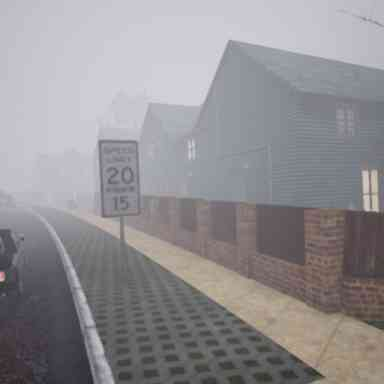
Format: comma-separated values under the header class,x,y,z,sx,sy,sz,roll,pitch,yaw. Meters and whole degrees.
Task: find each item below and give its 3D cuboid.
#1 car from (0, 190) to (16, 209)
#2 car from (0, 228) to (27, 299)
class,x,y,z,sx,sy,sz,roll,pitch,yaw
car,-19.967,0.934,35.174,2.097,1.767,4.553,-2,2,-32
car,-4.829,1.490,7.535,1.895,1.301,4.718,-2,2,-25
